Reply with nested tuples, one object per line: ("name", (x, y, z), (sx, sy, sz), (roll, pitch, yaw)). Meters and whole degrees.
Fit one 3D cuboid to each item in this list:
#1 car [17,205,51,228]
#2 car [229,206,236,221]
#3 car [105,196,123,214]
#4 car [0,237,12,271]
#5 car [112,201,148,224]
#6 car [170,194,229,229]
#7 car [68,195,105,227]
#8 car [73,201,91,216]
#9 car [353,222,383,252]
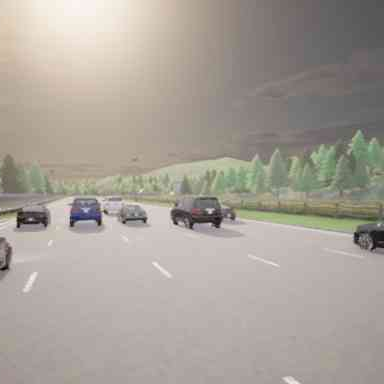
("car", (-11.589, 1.699, 24.551), (1.882, 1.535, 5.008), (0, 0, -20))
("car", (2.084, 1.660, 27.885), (1.812, 1.442, 4.674), (0, 0, -20))
("car", (-9.324, 1.506, 39.105), (2.150, 2.045, 5.566), (0, 0, -20))
("car", (-5.790, 1.614, 8.205), (1.812, 1.442, 4.674), (0, 0, -20))
("car", (-4.890, 1.728, 26.610), (2.033, 1.411, 5.357), (0, 0, -20))
("car", (0.193, 1.342, 22.740), (2.150, 2.045, 5.566), (0, 0, -20))
("car", (-8.054, 1.418, 25.047), (2.150, 2.045, 5.566), (0, 0, -19))
("car", (-12.538, 1.807, 37.693), (1.837, 1.490, 4.892), (0, 0, -20))
("car", (7.899, 1.492, 11.487), (2.128, 1.511, 4.902), (0, 0, -20))
